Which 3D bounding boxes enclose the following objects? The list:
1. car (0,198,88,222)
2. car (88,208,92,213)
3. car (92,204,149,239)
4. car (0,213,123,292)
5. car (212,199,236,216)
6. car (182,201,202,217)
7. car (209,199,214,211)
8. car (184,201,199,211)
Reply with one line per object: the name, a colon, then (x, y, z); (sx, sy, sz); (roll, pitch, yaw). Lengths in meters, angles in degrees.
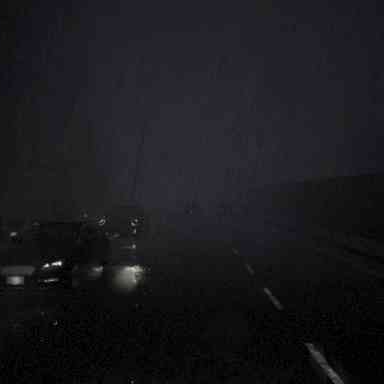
car: (-7.103, 1.347, 16.010); (2.150, 2.045, 5.566); (0, 0, 0)
car: (-7.096, 1.715, 26.400); (1.837, 1.490, 4.892); (0, 0, 0)
car: (-3.602, 1.496, 18.138); (2.097, 1.767, 4.553); (0, 0, 0)
car: (-3.600, 1.563, 9.257); (2.128, 1.511, 4.902); (0, 0, 0)
car: (3.596, 1.839, 35.810); (2.033, 1.411, 5.357); (0, 0, 0)
car: (-0.009, 1.791, 35.326); (1.837, 1.490, 4.892); (0, 0, 0)
car: (3.505, 1.738, 47.480); (2.097, 1.767, 4.553); (0, -1, 0)
car: (-0.001, 1.945, 46.948); (1.994, 1.385, 4.181); (0, 0, 1)
